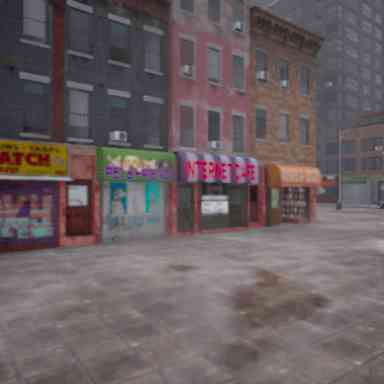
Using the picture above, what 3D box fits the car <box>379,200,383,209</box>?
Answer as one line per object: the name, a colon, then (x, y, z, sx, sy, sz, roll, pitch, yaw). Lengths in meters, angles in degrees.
car: (20.032, 1.073, 30.781, 2.128, 1.511, 4.902, 0, 1, -35)
